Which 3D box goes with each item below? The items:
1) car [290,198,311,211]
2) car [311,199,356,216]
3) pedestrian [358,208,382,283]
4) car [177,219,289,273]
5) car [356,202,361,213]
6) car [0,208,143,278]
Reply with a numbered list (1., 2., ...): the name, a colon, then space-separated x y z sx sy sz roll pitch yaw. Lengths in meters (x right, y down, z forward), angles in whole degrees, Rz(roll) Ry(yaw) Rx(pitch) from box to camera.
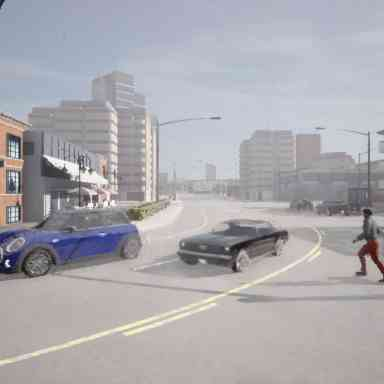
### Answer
1. car: 13.621 1.526 41.470 1.812 1.442 4.674 0 0 0
2. car: 13.518 1.505 32.188 1.837 1.490 4.892 0 0 1
3. pedestrian: 4.484 1.294 8.384 0.375 1.860 0.375 0 0 36
4. car: 1.552 1.601 10.985 1.895 1.301 4.718 0 0 35
5. car: 17.082 1.526 37.084 1.812 1.442 4.674 0 0 1
6. car: -3.816 1.352 10.414 2.097 1.767 4.553 0 0 42
